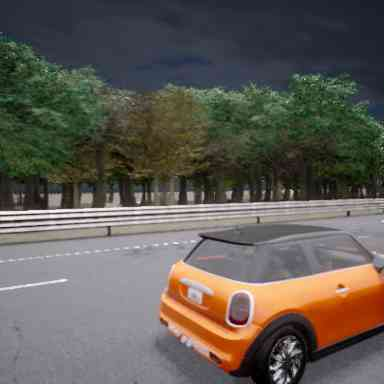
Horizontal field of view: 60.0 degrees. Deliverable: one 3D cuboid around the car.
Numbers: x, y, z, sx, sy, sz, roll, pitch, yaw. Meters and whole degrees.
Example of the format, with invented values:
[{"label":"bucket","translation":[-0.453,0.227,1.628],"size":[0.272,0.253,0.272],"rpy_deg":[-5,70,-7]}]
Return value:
[{"label":"car","translation":[1.825,1.309,5.353],"size":[4.553,1.767,2.097],"rpy_deg":[-1,0,-33]}]
